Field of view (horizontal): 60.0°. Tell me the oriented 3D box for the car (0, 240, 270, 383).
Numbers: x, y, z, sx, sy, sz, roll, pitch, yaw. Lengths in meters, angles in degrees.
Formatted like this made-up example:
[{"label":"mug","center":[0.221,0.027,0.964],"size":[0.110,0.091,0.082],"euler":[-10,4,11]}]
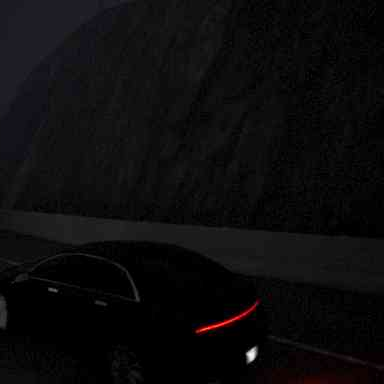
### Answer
[{"label":"car","center":[-1.278,1.508,5.072],"size":[4.892,1.490,1.837],"euler":[0,0,37]}]
